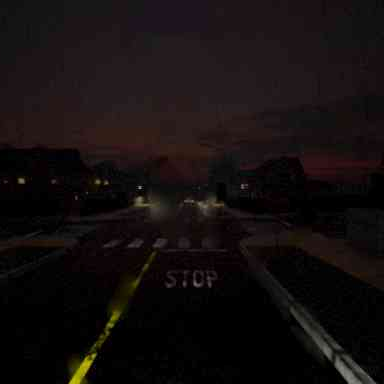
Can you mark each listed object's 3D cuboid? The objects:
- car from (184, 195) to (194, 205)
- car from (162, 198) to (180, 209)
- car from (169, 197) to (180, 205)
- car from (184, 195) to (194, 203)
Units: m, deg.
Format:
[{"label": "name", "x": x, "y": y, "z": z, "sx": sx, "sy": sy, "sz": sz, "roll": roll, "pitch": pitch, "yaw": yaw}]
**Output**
[{"label": "car", "x": -0.588, "y": 1.814, "z": 64.542, "sx": 1.895, "sy": 1.301, "sz": 4.718, "roll": 0, "pitch": 0, "yaw": -1}, {"label": "car", "x": -3.156, "y": 1.641, "z": 46.731, "sx": 2.033, "sy": 1.411, "sz": 5.357, "roll": 0, "pitch": 0, "yaw": -1}, {"label": "car", "x": -3.351, "y": 1.786, "z": 65.463, "sx": 1.994, "sy": 1.385, "sz": 4.181, "roll": 0, "pitch": -1, "yaw": -1}, {"label": "car", "x": -0.754, "y": 1.489, "z": 74.509, "sx": 2.097, "sy": 1.767, "sz": 4.553, "roll": 0, "pitch": -1, "yaw": -2}]
